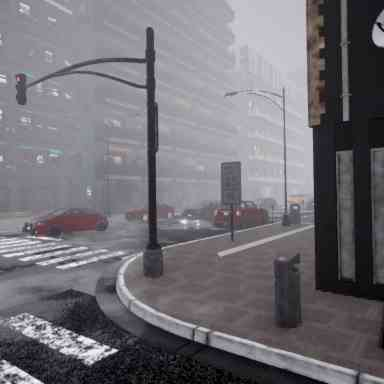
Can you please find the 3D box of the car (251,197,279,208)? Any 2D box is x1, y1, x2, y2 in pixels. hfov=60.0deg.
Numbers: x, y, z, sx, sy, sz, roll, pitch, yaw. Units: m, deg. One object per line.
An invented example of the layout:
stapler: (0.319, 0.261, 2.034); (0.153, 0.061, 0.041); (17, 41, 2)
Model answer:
car: (9.476, 1.313, 43.054); (1.947, 1.339, 4.313); (-1, 0, 36)

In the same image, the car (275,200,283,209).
car: (7.620, 1.298, 36.104); (2.033, 1.411, 5.357); (-1, 0, 36)

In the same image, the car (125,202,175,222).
car: (-3.207, 1.461, 25.777); (1.887, 1.381, 4.507); (-1, 0, 36)

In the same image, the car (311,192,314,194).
car: (19.470, 0.933, 56.795); (2.192, 1.841, 5.009); (-1, 0, 36)

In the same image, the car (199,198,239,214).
car: (2.810, 1.386, 33.893); (2.008, 1.369, 4.403); (-1, 0, 36)

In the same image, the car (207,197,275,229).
car: (3.011, 1.202, 19.740); (1.967, 1.590, 4.097); (-1, 0, 36)

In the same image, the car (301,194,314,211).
car: (12.918, 1.197, 33.543); (1.947, 1.339, 4.313); (-1, 0, 36)

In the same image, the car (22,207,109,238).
car: (-6.418, 1.504, 17.217); (1.994, 1.385, 4.181); (-1, 0, 40)

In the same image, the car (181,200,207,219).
car: (1.369, 1.381, 27.521); (2.033, 1.411, 5.357); (-1, 0, 36)

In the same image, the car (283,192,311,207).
car: (13.708, 1.021, 44.394); (2.097, 1.767, 4.553); (-1, 0, 37)
